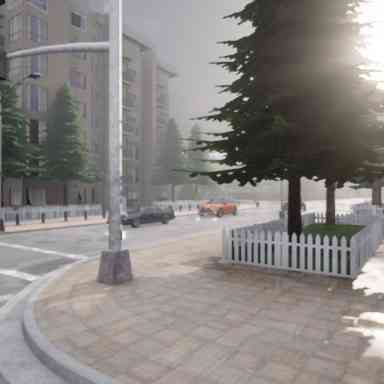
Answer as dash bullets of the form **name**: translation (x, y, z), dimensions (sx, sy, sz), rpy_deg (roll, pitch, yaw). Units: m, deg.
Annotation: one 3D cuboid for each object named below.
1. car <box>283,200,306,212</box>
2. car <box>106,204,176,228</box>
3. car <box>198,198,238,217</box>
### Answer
- **car**: translation (11.838, 1.535, 38.541), dimensions (1.812, 1.442, 4.674), rpy_deg (0, 0, 33)
- **car**: translation (-3.258, 1.555, 22.580), dimensions (2.033, 1.411, 5.357), rpy_deg (0, 0, 34)
- **car**: translation (2.468, 1.359, 31.117), dimensions (2.097, 1.767, 4.553), rpy_deg (0, 0, 34)
